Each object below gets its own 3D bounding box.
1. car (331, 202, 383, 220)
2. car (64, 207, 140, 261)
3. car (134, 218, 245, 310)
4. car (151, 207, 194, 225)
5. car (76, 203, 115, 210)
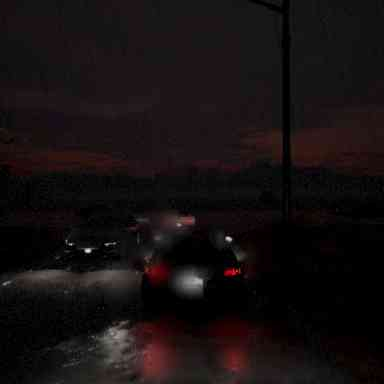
[{"bbox_3d":[14.442,1.525,27.460,5.357,1.411,2.033,0,2,-1],"label":"car"},{"bbox_3d":[-3.074,1.493,12.209,1.837,1.490,4.892,0,0,0],"label":"car"},{"bbox_3d":[0.044,1.555,7.863,1.994,1.385,4.181,0,0,1],"label":"car"},{"bbox_3d":[-1.353,1.578,20.734,1.895,1.301,4.718,0,0,-16],"label":"car"},{"bbox_3d":[-7.286,1.627,27.546,4.674,1.442,1.812,0,2,1],"label":"car"}]
